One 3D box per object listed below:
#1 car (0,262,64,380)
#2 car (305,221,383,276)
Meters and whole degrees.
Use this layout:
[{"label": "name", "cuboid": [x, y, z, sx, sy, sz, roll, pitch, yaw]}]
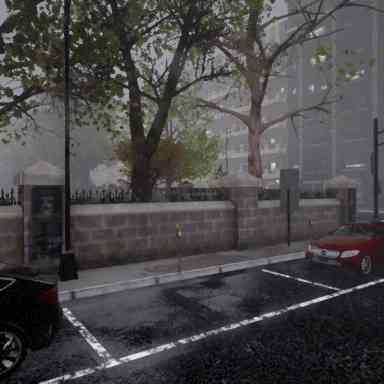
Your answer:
[{"label": "car", "cuboid": [-3.791, 1.566, 3.886, 4.313, 1.339, 1.947, 0, 0, -35]}, {"label": "car", "cuboid": [5.279, 1.581, 10.232, 4.206, 1.307, 1.802, 0, 0, -35]}]
